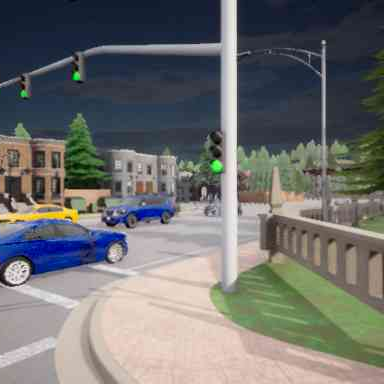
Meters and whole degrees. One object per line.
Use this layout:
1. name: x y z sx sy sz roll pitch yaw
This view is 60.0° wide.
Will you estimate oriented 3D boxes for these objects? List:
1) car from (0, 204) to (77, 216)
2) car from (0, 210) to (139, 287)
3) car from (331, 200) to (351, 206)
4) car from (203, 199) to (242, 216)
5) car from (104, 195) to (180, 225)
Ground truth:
1. car: -9.438 1.528 20.383 1.882 1.535 5.008 0 0 35
2. car: -4.078 1.518 9.639 1.882 1.535 5.008 0 0 35
3. car: 19.346 1.629 42.561 1.895 1.301 4.718 0 0 35
4. car: 2.941 1.394 31.663 2.097 1.767 4.553 0 0 36
5. car: -3.531 1.263 22.656 2.150 2.045 5.566 0 0 35
